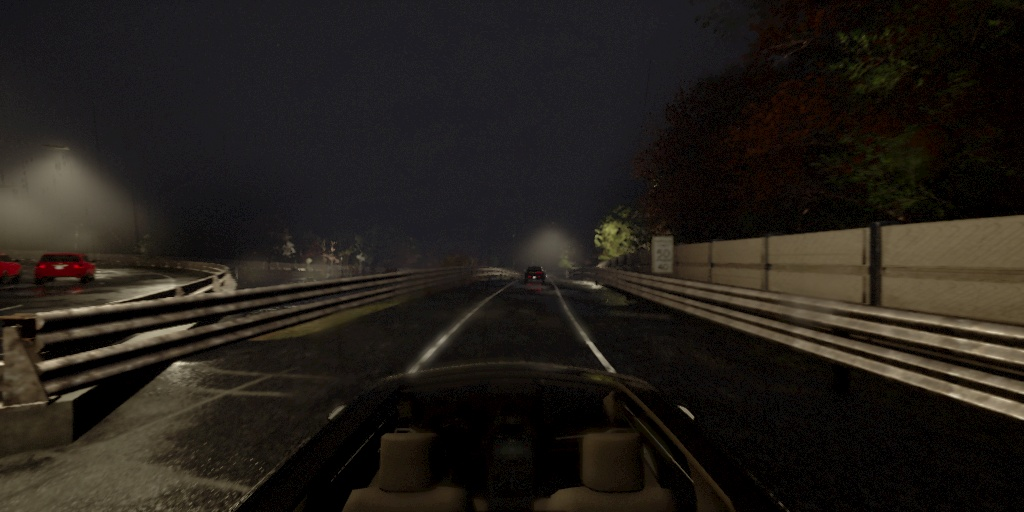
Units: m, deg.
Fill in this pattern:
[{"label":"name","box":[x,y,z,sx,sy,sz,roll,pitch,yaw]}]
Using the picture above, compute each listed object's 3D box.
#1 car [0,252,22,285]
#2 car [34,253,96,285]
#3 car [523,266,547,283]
[{"label":"car","box":[-33.897,0.771,23.065,2.150,2.045,5.566,1,-1,-45]},{"label":"car","box":[-30.386,0.812,24.522,2.150,2.045,5.566,1,-1,-44]},{"label":"car","box":[2.111,1.660,33.078,1.837,1.490,4.892,1,-2,5]}]
